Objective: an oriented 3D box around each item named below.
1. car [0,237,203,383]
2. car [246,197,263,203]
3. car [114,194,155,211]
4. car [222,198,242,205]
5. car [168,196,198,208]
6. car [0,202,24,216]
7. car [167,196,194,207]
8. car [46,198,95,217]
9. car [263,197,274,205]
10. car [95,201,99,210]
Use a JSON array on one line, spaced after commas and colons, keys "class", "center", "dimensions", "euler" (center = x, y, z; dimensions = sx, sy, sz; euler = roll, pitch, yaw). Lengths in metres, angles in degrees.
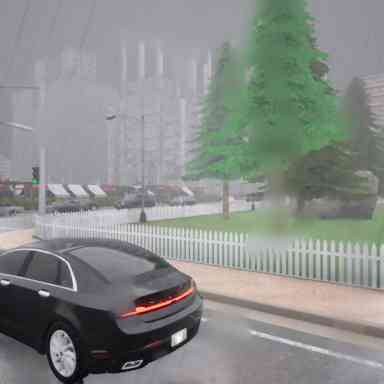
[{"class": "car", "center": [-2.121, 1.505, 5.440], "dimensions": [4.892, 1.490, 1.837], "euler": [0, 0, 36]}, {"class": "car", "center": [11.889, 1.221, 61.459], "dimensions": [2.150, 2.045, 5.566], "euler": [0, 0, 34]}, {"class": "car", "center": [-6.804, 1.221, 40.240], "dimensions": [2.150, 2.045, 5.566], "euler": [0, 0, 34]}, {"class": "car", "center": [6.403, 1.525, 53.270], "dimensions": [1.812, 1.442, 4.674], "euler": [0, 0, 34]}, {"class": "car", "center": [-1.101, 1.352, 48.703], "dimensions": [2.097, 1.767, 4.553], "euler": [0, 0, 34]}, {"class": "car", "center": [-17.970, 1.600, 30.006], "dimensions": [1.895, 1.301, 4.718], "euler": [0, 0, 36]}, {"class": "car", "center": [-1.834, 1.504, 53.865], "dimensions": [1.837, 1.490, 4.892], "euler": [0, 0, 34]}, {"class": "car", "center": [-12.276, 1.491, 32.092], "dimensions": [2.128, 1.511, 4.902], "euler": [0, 0, 34]}, {"class": "car", "center": [14.987, 1.563, 59.794], "dimensions": [1.994, 1.385, 4.181], "euler": [0, 0, 34]}, {"class": "car", "center": [-12.835, 1.477, 37.538], "dimensions": [1.882, 1.535, 5.008], "euler": [0, 0, 34]}]
